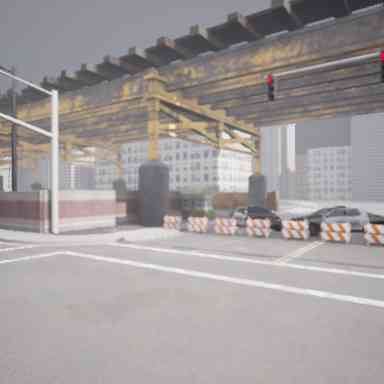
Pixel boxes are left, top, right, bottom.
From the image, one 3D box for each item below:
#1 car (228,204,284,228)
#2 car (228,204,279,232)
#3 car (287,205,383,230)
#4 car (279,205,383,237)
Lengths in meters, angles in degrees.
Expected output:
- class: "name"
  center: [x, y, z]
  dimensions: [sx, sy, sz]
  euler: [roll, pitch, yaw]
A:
- class: "car"
  center: [3.846, 1.400, 20.744]
  dimensions: [1.853, 1.218, 4.536]
  euler: [0, 0, -11]
- class: "car"
  center: [3.857, 1.558, 20.692]
  dimensions: [2.038, 1.542, 4.974]
  euler: [0, 0, -11]
- class: "car"
  center: [7.665, 1.354, 18.027]
  dimensions: [4.536, 1.218, 1.853]
  euler: [0, 0, -1]
- class: "car"
  center: [7.615, 1.512, 18.025]
  dimensions: [4.974, 1.542, 2.038]
  euler: [0, 0, -1]
